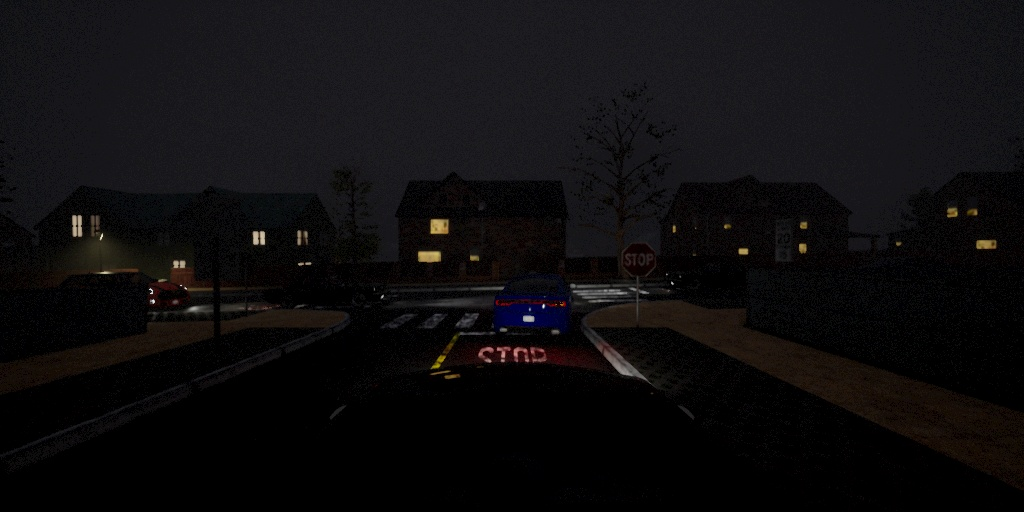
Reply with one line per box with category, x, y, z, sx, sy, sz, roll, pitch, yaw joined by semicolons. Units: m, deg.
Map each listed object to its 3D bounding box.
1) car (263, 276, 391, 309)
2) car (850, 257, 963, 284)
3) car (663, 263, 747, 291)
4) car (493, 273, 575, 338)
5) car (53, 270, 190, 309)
car;-7.812;1.500;15.496;4.718;1.301;1.895;-1;1;0
car;20.055;0.746;18.461;5.357;1.411;2.033;-1;1;0
car;10.410;1.027;18.424;4.718;1.301;1.895;-1;1;-1
car;0.786;1.223;10.289;1.882;1.535;5.008;0;0;10
car;-16.800;1.466;15.488;4.553;1.767;2.097;-1;1;0
